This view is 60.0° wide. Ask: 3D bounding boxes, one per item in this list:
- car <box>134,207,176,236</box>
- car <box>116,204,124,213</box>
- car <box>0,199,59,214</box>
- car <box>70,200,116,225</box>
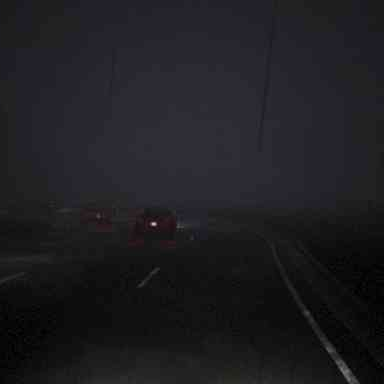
[{"bbox_3d":[-1.884,1.490,17.886,1.994,1.385,4.181,0,0,-2],"label":"car"},{"bbox_3d":[-9.317,1.452,33.952,4.718,1.301,1.895,0,0,29],"label":"car"},{"bbox_3d":[-15.914,1.394,32.637,5.357,1.411,2.033,0,0,6],"label":"car"},{"bbox_3d":[-7.186,1.374,23.435,1.882,1.535,5.008,1,0,-29],"label":"car"}]
